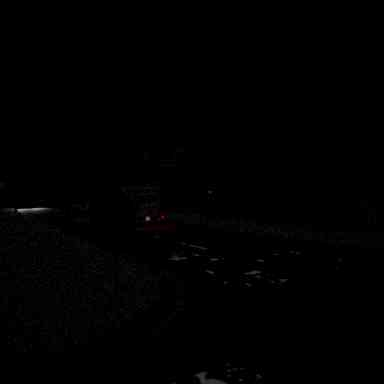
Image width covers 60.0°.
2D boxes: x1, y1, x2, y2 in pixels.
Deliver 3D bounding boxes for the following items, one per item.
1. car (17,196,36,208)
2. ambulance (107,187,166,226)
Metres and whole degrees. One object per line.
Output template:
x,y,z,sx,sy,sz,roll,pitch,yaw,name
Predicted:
-22.032,1.326,44.166,1.837,1.490,4.892,-2,2,-34,car
-4.263,0.908,22.384,2.351,2.431,6.366,-2,1,-34,ambulance
